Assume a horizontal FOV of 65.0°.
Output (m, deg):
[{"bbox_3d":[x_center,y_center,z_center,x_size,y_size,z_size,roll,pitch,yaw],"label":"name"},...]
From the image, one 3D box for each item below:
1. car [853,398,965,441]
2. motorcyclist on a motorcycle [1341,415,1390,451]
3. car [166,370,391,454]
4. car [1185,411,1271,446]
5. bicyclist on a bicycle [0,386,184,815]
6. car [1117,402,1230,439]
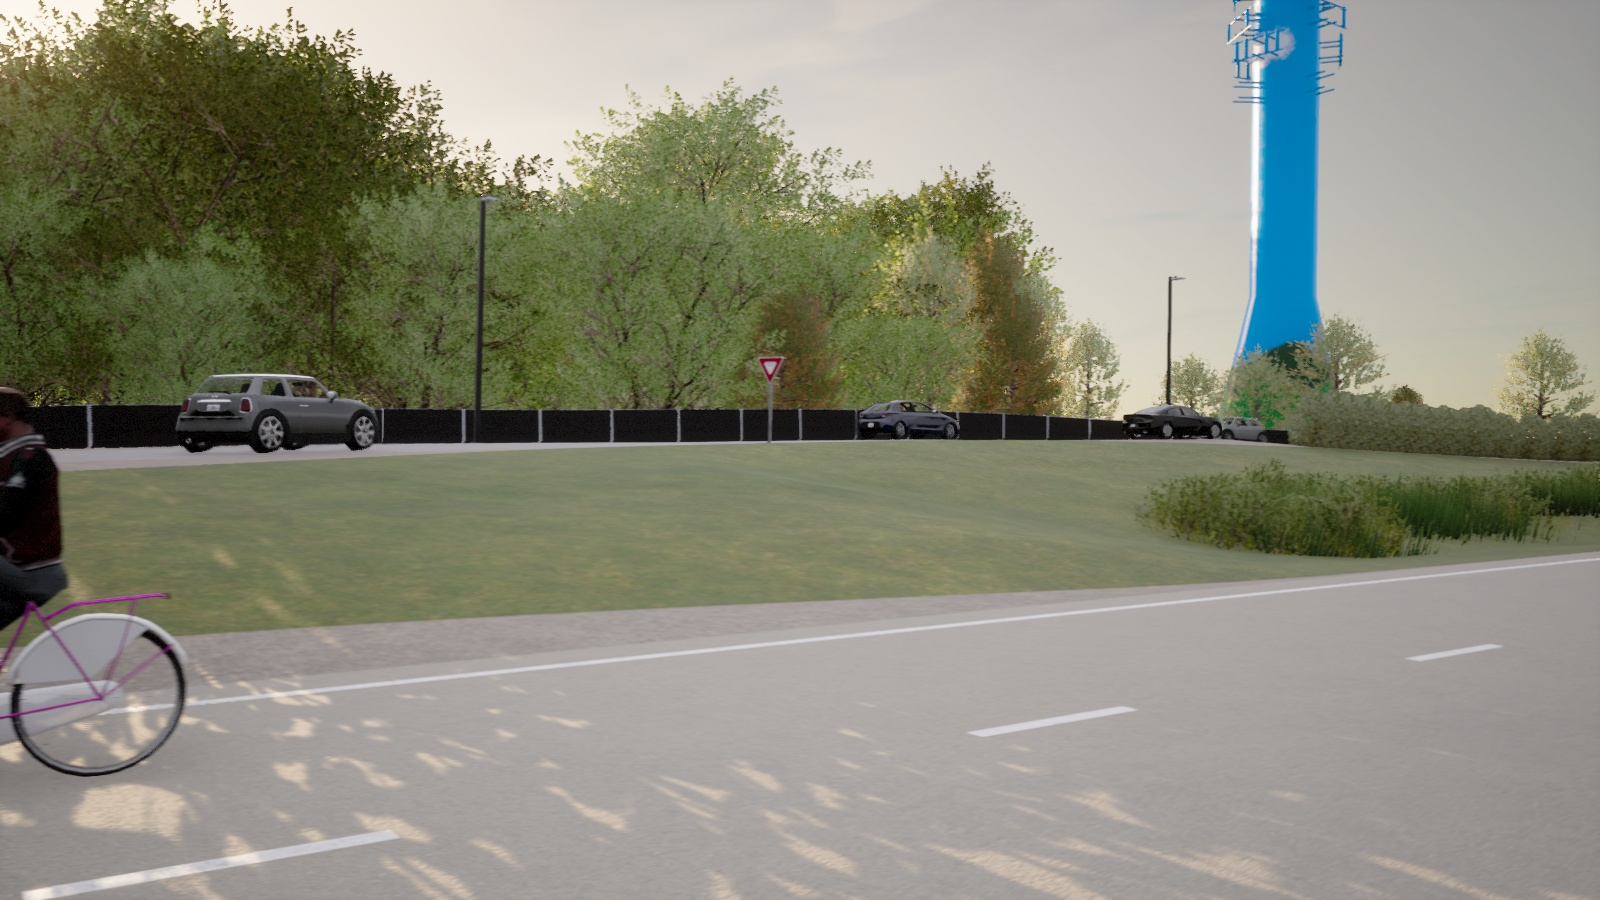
[{"bbox_3d":[4.072,-1.101,46.571,4.193,1.474,1.816,0,0,-43],"label":"car"},{"bbox_3d":[27.813,-0.843,61.791,2.350,1.649,0.766,3,-1,-24],"label":"motorcyclist on a motorcycle"},{"bbox_3d":[-9.922,-0.699,24.209,1.970,1.475,3.806,0,1,19],"label":"car"},{"bbox_3d":[21.229,-1.037,62.305,3.806,1.475,1.970,3,-2,-30],"label":"car"},{"bbox_3d":[-3.692,0.623,5.341,1.843,1.776,0.659,0,0,-35],"label":"bicyclist on a bicycle"},{"bbox_3d":[16.378,-1.286,55.038,5.008,1.535,1.882,-1,0,-32],"label":"car"}]
